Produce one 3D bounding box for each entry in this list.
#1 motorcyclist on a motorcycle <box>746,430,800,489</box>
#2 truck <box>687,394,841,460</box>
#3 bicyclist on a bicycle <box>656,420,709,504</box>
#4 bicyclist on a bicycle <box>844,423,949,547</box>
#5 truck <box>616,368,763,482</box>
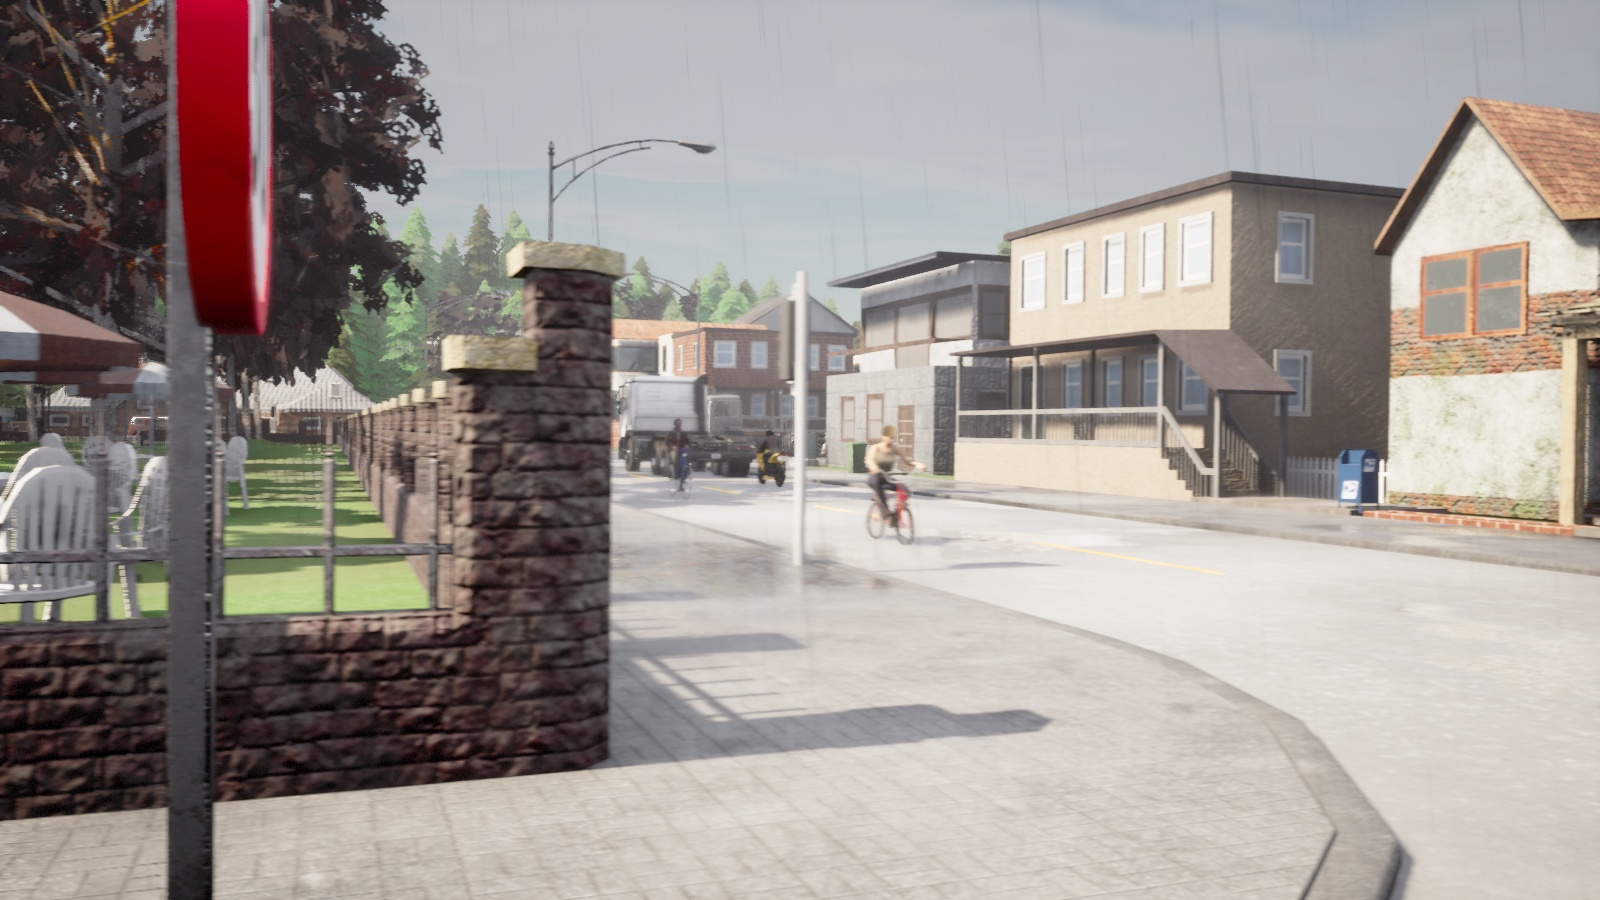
[{"bbox_3d":[-0.742,0.237,33.938,0.797,1.523,2.044,-1,2,-21],"label":"motorcyclist on a motorcycle"},{"bbox_3d":[-1.961,-1.285,68.960,7.936,3.462,2.891,-1,1,-21],"label":"truck"},{"bbox_3d":[-2.589,0.249,27.517,0.659,1.776,1.843,-1,1,-21],"label":"bicyclist on a bicycle"},{"bbox_3d":[1.305,0.441,17.223,0.866,1.612,1.509,-1,1,-21],"label":"bicyclist on a bicycle"},{"bbox_3d":[-3.905,-0.829,42.238,2.891,3.462,7.936,-1,1,-20],"label":"truck"}]
